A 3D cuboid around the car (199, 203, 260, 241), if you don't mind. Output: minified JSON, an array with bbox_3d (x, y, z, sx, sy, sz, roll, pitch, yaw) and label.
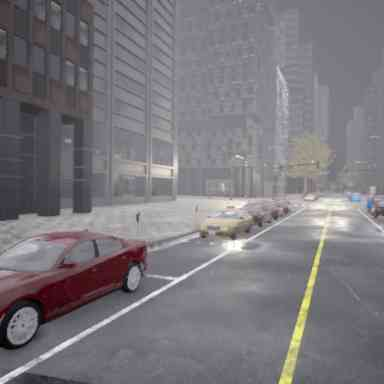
[{"bbox_3d":[1.817,1.395,16.261,1.752,1.417,4.829,1,1,23],"label":"car"}]

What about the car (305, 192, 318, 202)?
[{"bbox_3d":[23.571,1.198,66.415,1.752,1.417,4.829,1,1,23],"label":"car"}]

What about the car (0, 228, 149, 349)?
[{"bbox_3d":[-2.510,1.458,6.277,1.887,1.381,4.507,1,1,23],"label":"car"}]

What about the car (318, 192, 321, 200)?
[{"bbox_3d":[27.853,1.184,76.275,1.887,1.381,4.507,1,1,23],"label":"car"}]

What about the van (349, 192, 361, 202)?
[{"bbox_3d":[33.616,1.106,68.128,1.690,1.788,3.998,1,1,23],"label":"van"}]

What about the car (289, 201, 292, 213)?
[{"bbox_3d":[8.475,1.348,31.626,1.887,1.381,4.507,1,1,23],"label":"car"}]

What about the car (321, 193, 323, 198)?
[{"bbox_3d":[29.960,0.938,81.126,2.192,1.841,5.009,1,1,23],"label":"car"}]

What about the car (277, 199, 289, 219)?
[{"bbox_3d":[6.278,1.370,26.556,1.887,1.381,4.507,1,1,23],"label":"car"}]

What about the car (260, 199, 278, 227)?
[{"bbox_3d":[4.081,1.392,21.487,1.887,1.381,4.507,1,1,23],"label":"car"}]

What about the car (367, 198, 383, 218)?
[{"bbox_3d":[16.316,1.459,28.206,1.887,1.381,4.507,1,1,23],"label":"car"}]

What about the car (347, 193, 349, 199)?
[{"bbox_3d":[35.766,1.315,73.096,1.947,1.339,4.313,1,1,23],"label":"car"}]

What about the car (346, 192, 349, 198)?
[{"bbox_3d":[37.919,1.278,78.063,1.887,1.381,4.507,1,1,23],"label":"car"}]

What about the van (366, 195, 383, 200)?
[{"bbox_3d":[18.518,1.235,33.273,1.690,1.788,3.998,1,1,23],"label":"van"}]

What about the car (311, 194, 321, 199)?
[{"bbox_3d":[32.061,1.159,85.980,2.008,1.369,4.403,1,1,23],"label":"car"}]
